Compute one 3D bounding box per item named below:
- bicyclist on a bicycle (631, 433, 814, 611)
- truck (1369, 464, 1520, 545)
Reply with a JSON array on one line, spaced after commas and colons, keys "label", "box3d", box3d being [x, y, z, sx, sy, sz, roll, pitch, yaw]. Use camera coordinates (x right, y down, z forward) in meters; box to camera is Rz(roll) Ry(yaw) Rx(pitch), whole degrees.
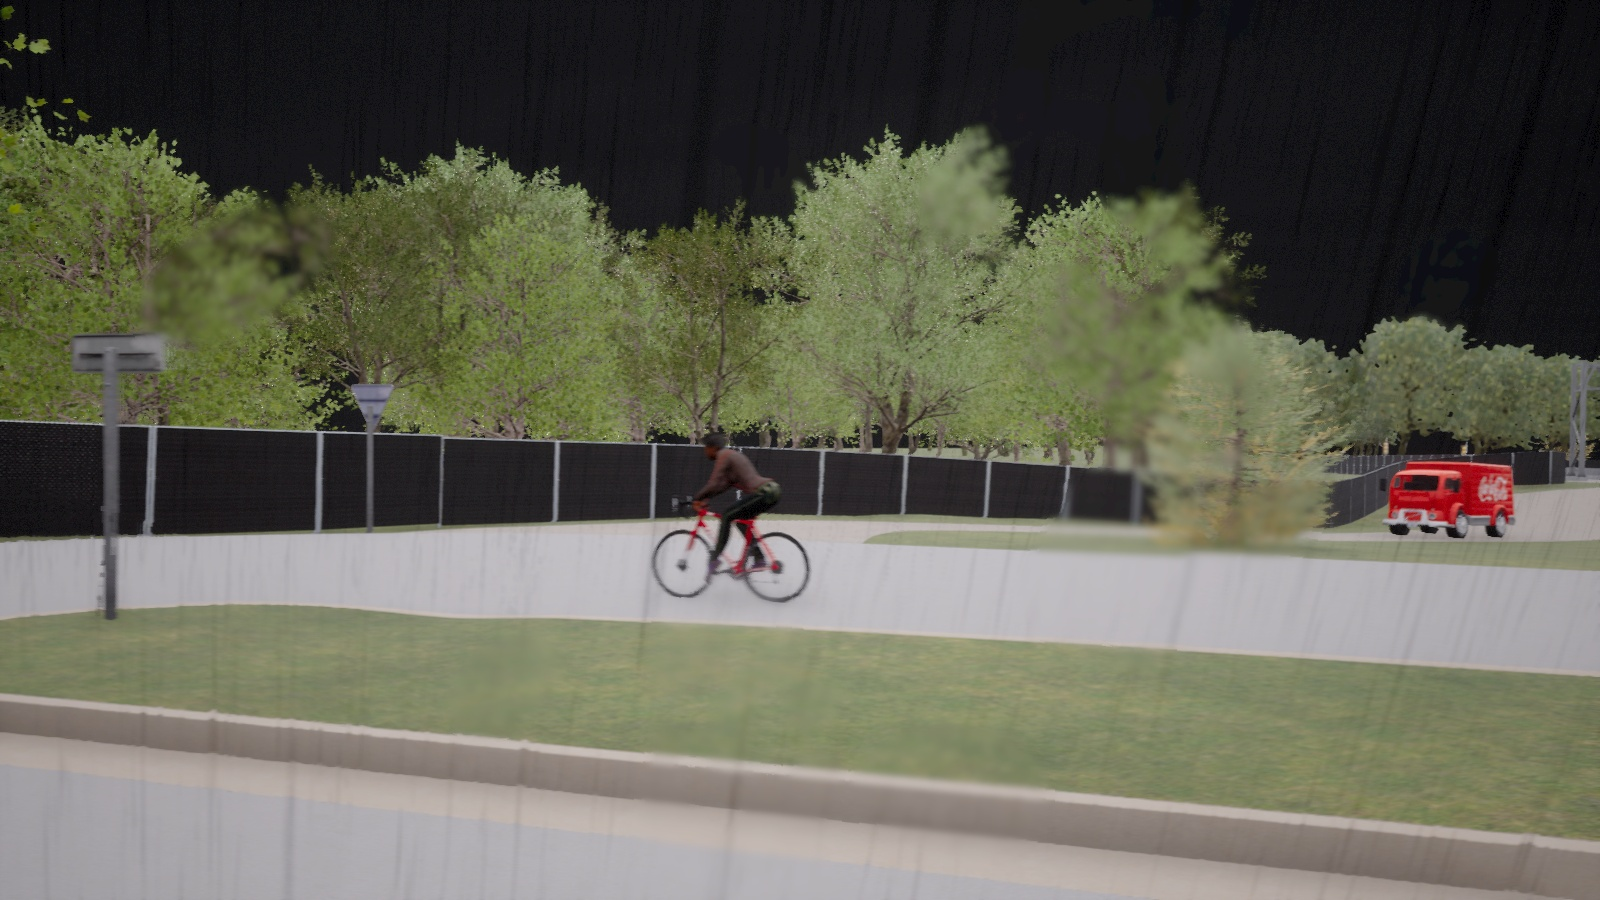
[{"label": "bicyclist on a bicycle", "box3d": [-0.743, 0.651, 12.063, 1.656, 1.620, 0.582, 1, 1, 19]}, {"label": "truck", "box3d": [21.404, 1.798, 41.641, 5.204, 2.467, 2.627, 3, -1, -41]}]
